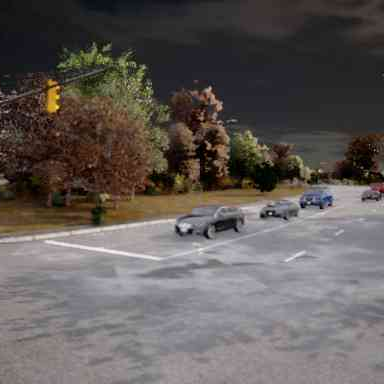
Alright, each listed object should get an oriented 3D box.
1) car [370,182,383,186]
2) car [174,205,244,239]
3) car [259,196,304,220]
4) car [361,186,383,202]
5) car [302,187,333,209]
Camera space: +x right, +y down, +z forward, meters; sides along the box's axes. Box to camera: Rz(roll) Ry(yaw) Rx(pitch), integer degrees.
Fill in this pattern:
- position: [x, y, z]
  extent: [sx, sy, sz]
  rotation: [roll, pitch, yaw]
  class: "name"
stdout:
- position: [27.824, -0.458, 49.568]
  extent: [2.150, 2.045, 5.566]
  rotation: [0, 3, 33]
  class: "car"
- position: [1.020, 1.442, 17.267]
  extent: [2.128, 1.511, 4.902]
  rotation: [0, 1, 35]
  class: "car"
- position: [6.716, 1.309, 25.422]
  extent: [1.994, 1.385, 4.181]
  rotation: [0, 2, 34]
  class: "car"
- position: [22.122, 0.364, 41.017]
  extent: [2.033, 1.411, 5.357]
  rotation: [0, 3, 35]
  class: "car"
- position: [12.767, 0.567, 34.045]
  extent: [2.150, 2.045, 5.566]
  rotation: [0, 3, 36]
  class: "car"
